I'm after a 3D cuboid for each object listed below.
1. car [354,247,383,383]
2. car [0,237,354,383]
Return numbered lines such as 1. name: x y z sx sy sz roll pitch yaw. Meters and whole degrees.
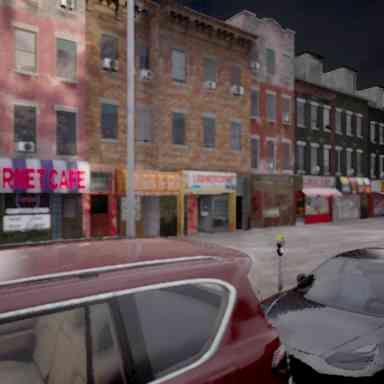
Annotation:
1. car: 2.696 1.563 4.754 4.313 1.339 1.947 0 0 -36
2. car: -1.596 1.315 1.695 5.009 1.841 2.192 0 0 -36
